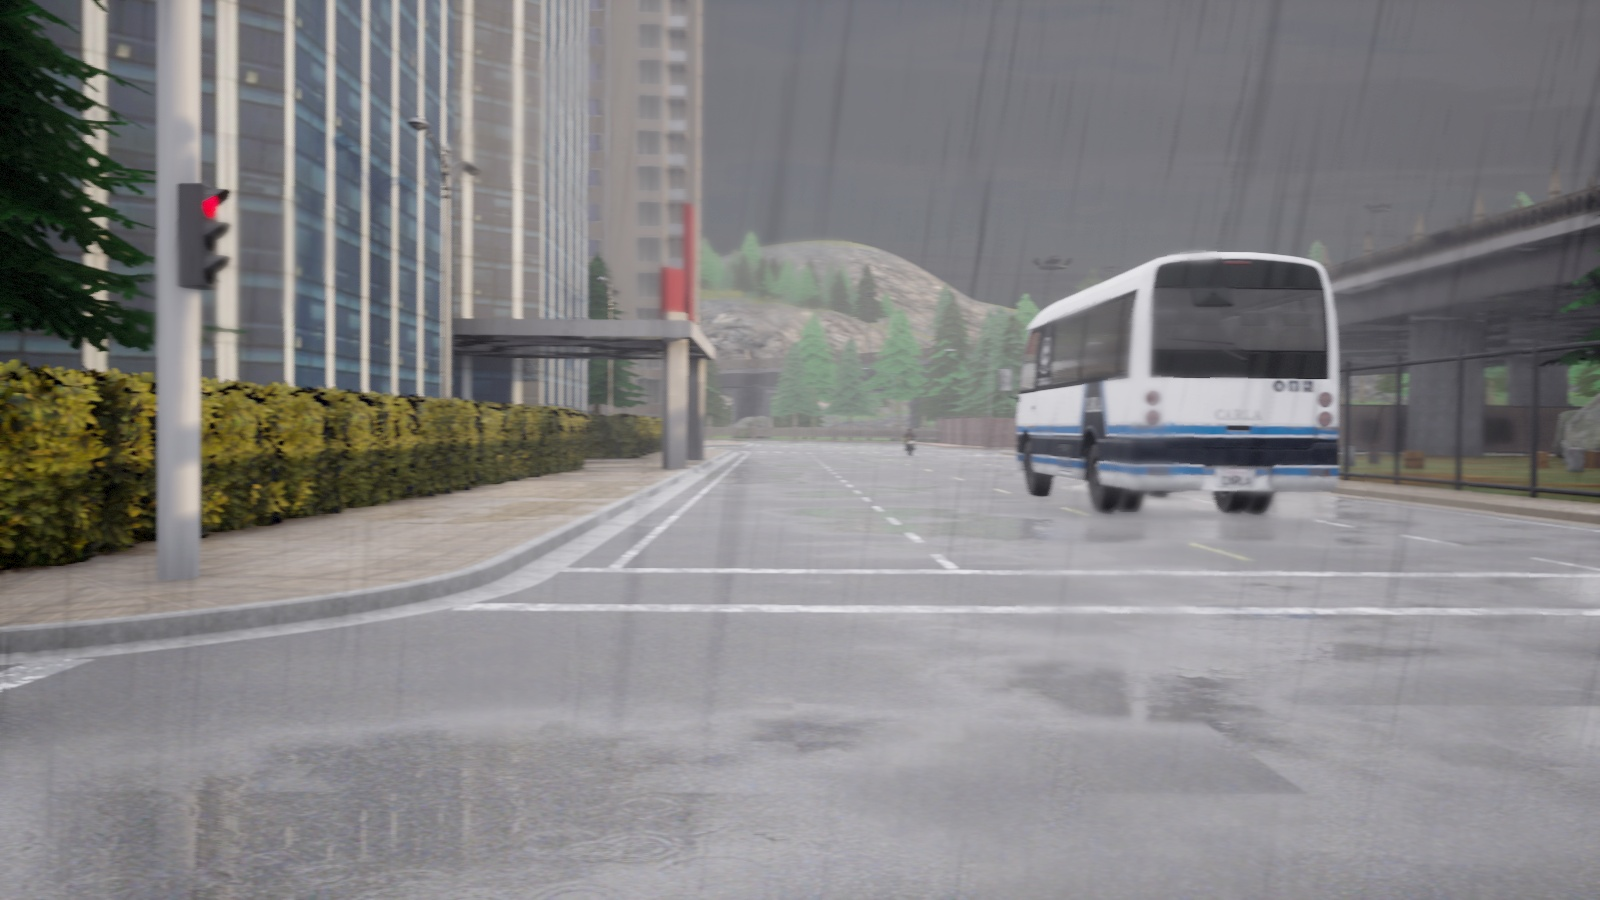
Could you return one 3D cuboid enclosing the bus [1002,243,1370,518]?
[{"bbox_3d":[6.847,-1.166,24.700,3.944,4.253,10.273,-1,1,-1],"label":"bus"}]
